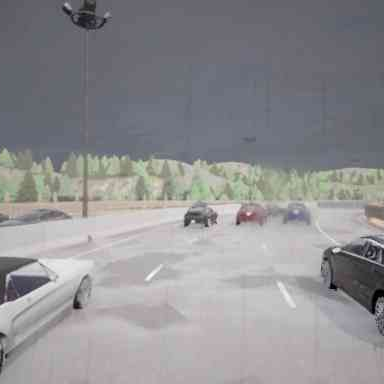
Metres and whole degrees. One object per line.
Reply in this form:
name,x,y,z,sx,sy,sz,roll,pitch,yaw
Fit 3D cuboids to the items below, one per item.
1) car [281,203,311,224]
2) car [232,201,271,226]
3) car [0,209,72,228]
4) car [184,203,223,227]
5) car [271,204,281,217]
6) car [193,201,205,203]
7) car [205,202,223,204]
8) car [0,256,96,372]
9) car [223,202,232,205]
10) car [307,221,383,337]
car,9.135,1.761,28.696,2.097,1.767,4.553,0,-1,20
car,5.004,1.739,27.465,2.097,1.767,4.553,0,-1,19
car,-8.524,1.735,18.354,1.837,1.490,4.892,0,-1,12
car,0.780,1.863,25.775,1.837,1.490,4.892,0,-1,17
car,9.165,2.097,37.863,2.033,1.411,5.357,0,-1,27
car,1.077,2.415,58.704,1.837,1.490,4.892,-1,-1,34
car,4.663,2.421,57.794,1.812,1.442,4.674,-1,-1,35
car,-3.122,1.660,5.170,1.895,1.301,4.718,0,-1,3
car,7.784,2.343,56.134,1.882,1.535,5.008,-1,-1,36
car,4.055,1.597,6.566,2.128,1.511,4.902,0,-1,5
